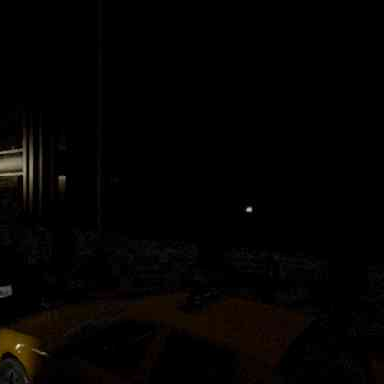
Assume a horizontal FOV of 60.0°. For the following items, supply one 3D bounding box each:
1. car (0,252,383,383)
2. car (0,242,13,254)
[{"bbox_3d":[-0.120,1.520,3.050,4.829,1.417,1.752,0,0,35],"label":"car"},{"bbox_3d":[-4.558,1.542,6.211,4.313,1.339,1.947,0,0,35],"label":"car"}]
